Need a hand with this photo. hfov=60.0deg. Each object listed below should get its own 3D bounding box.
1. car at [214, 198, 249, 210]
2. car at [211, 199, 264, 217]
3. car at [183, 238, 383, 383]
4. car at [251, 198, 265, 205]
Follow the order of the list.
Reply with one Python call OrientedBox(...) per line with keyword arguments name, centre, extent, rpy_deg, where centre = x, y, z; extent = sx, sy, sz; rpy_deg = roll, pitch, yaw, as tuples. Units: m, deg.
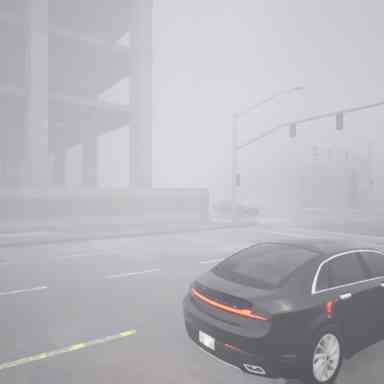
OrientedBox(name="car", centre=(4.976, 1.525, 42.900), extent=(1.812, 1.442, 4.674), rpy_deg=(0, 0, -36))
OrientedBox(name="car", centre=(4.190, 1.601, 31.732), extent=(1.895, 1.301, 4.718), rpy_deg=(0, 0, -36))
OrientedBox(name="car", centre=(2.160, 1.505, 5.329), extent=(4.892, 1.490, 1.837), rpy_deg=(0, 0, -35))
OrientedBox(name="car", centre=(7.727, 1.525, 45.091), extent=(1.812, 1.442, 4.674), rpy_deg=(0, 0, -36))
